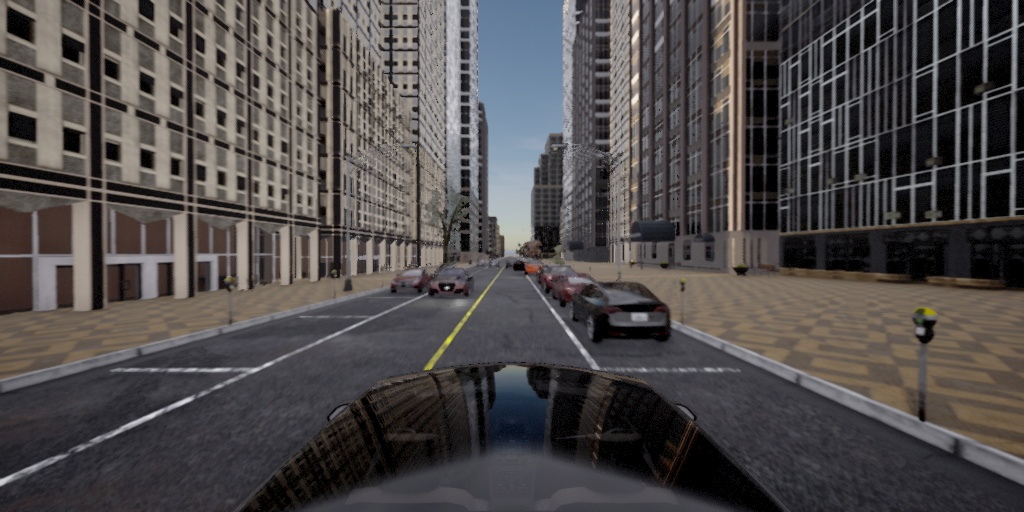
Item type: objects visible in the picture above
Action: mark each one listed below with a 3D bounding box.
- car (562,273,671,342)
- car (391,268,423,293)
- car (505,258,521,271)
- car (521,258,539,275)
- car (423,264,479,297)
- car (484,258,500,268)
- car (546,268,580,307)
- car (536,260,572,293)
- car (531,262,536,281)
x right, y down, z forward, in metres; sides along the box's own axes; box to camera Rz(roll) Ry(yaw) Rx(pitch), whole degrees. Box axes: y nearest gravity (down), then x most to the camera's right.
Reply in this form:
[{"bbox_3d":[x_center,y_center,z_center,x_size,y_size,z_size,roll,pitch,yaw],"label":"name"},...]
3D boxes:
[{"bbox_3d":[2.691,1.321,9.618,1.948,1.339,4.313,0,0,0],"label":"car"},{"bbox_3d":[-5.687,1.345,20.907,1.802,1.307,4.207,0,0,0],"label":"car"},{"bbox_3d":[0.012,1.133,57.496,2.097,1.767,4.553,0,0,0],"label":"car"},{"bbox_3d":[2.396,1.124,39.065,2.097,1.767,4.553,0,0,0],"label":"car"},{"bbox_3d":[-3.091,1.325,19.024,1.994,1.385,4.181,0,0,0],"label":"car"},{"bbox_3d":[-3.013,1.273,60.965,2.128,1.511,4.902,0,0,1],"label":"car"},{"bbox_3d":[2.692,1.340,15.261,1.802,1.307,4.207,0,0,0],"label":"car"},{"bbox_3d":[2.693,1.202,20.904,1.967,1.591,4.097,0,0,0],"label":"car"},{"bbox_3d":[2.694,1.331,26.546,1.948,1.339,4.313,0,0,0],"label":"car"}]
